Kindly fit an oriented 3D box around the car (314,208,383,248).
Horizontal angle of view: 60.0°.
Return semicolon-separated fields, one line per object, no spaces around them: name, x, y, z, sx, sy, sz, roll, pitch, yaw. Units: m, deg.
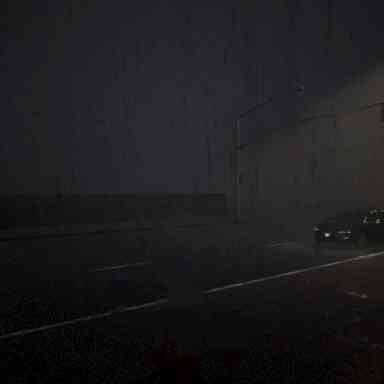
car;7.426;1.507;14.830;4.892;1.490;1.837;1;0;-36

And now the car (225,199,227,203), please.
car;4.245;1.353;60.979;2.097;1.767;4.553;0;0;-35

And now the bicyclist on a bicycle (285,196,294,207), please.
bicyclist on a bicycle;14.516;1.453;49.552;1.656;1.620;0.582;0;0;-23

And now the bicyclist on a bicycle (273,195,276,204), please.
bicyclist on a bicycle;13.517;1.300;54.460;0.582;1.620;1.656;0;0;21
